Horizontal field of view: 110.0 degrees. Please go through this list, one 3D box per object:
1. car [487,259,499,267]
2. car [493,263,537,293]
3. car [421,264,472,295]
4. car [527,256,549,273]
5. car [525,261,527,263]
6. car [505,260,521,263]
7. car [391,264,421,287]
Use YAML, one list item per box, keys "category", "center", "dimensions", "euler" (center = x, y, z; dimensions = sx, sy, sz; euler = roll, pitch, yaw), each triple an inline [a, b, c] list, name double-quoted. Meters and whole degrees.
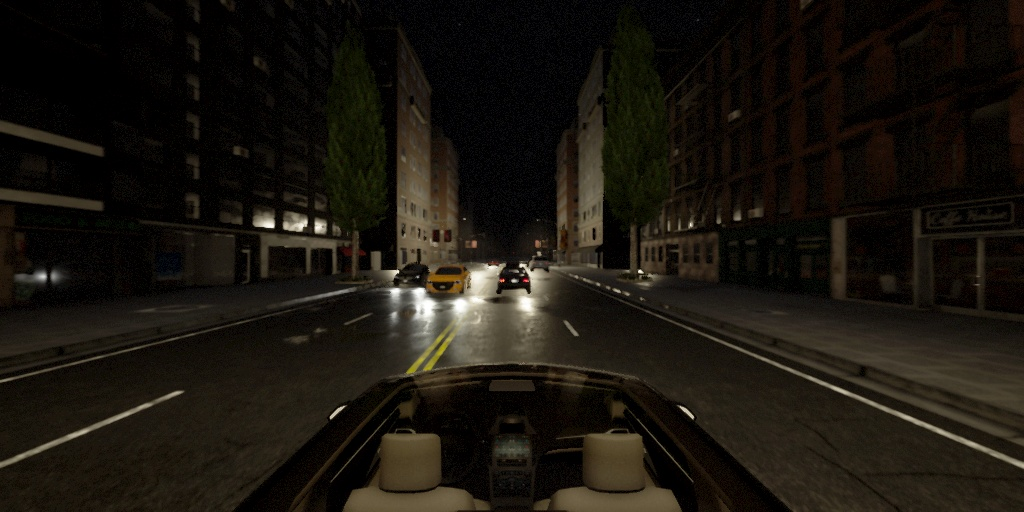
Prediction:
- category: "car"
  center: [-3.247, 1.307, 63.449]
  dimensions: [1.812, 1.442, 4.674]
  euler: [0, 0, 0]
- category: "car"
  center: [0.101, 1.297, 20.634]
  dimensions: [2.033, 1.411, 5.357]
  euler: [0, 0, 0]
- category: "car"
  center: [-3.347, 1.227, 19.809]
  dimensions: [1.882, 1.535, 5.008]
  euler: [0, 0, 0]
- category: "car"
  center: [3.354, 0.969, 44.475]
  dimensions: [2.150, 2.045, 5.566]
  euler: [0, 0, 0]
- category: "car"
  center: [3.254, 1.247, 58.365]
  dimensions: [1.837, 1.490, 4.892]
  euler: [0, 0, 0]
- category: "car"
  center: [0.104, 1.223, 47.234]
  dimensions: [1.882, 1.535, 5.008]
  euler: [0, 0, 0]
- category: "car"
  center: [-6.596, 1.274, 24.497]
  dimensions: [1.812, 1.442, 4.674]
  euler: [0, 0, 0]
